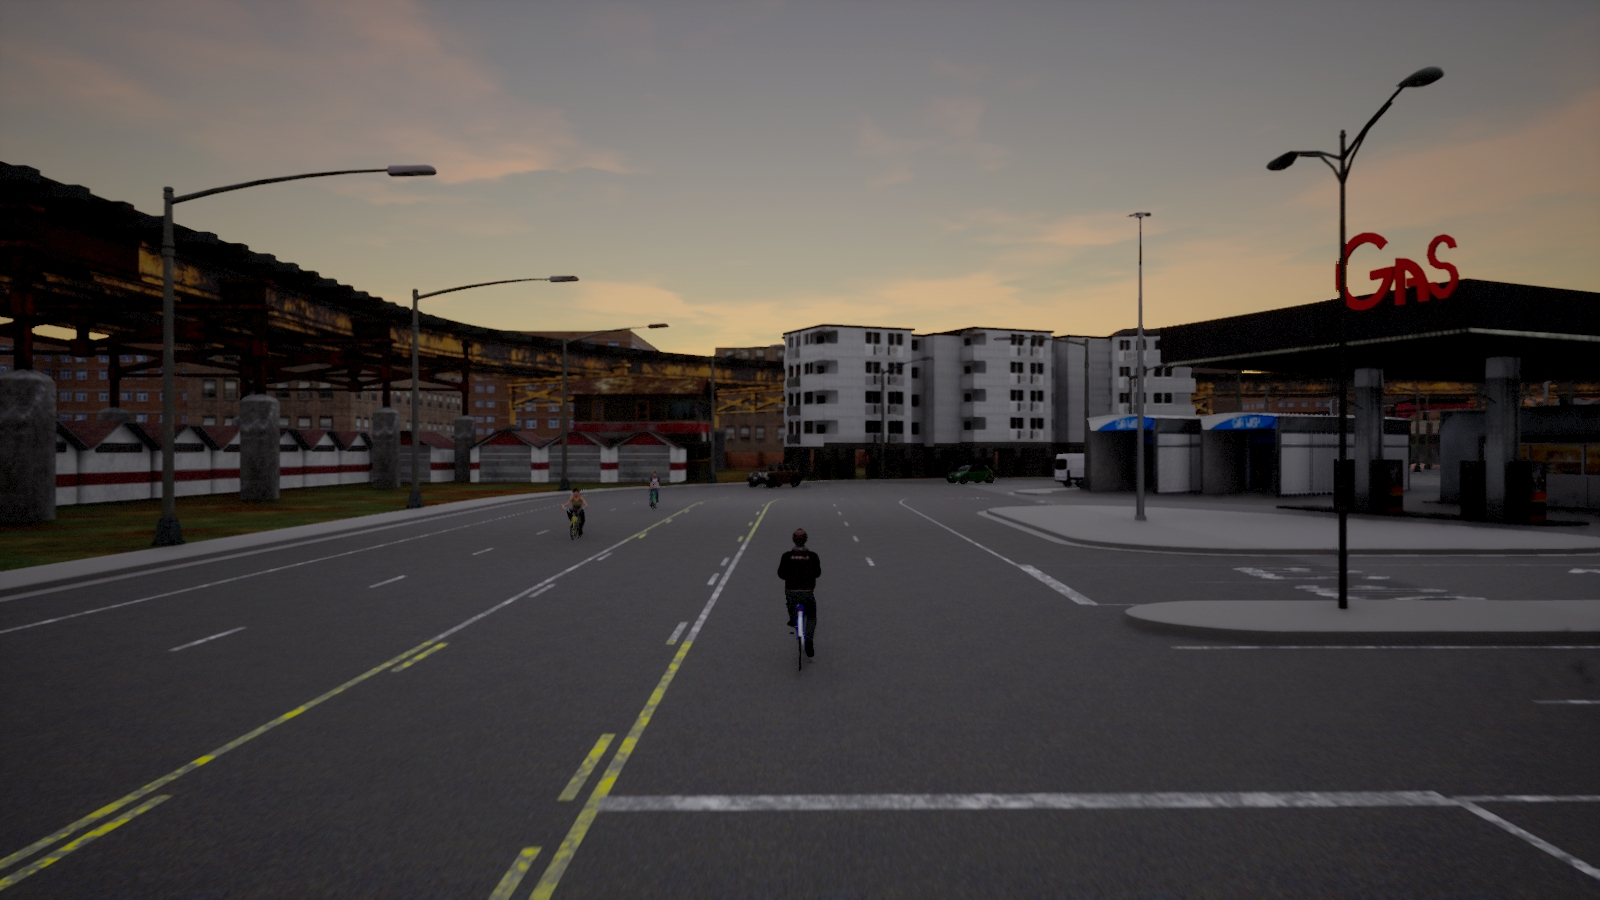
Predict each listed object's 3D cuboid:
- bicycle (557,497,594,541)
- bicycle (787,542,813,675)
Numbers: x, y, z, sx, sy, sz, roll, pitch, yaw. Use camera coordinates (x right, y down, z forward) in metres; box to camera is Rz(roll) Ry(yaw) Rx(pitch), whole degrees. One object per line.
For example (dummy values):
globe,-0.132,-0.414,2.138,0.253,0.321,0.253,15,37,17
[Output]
bicycle,-7.005,2.145,35.699,0.859,1.301,1.487,0,0,0
bicycle,-0.005,2.048,15.129,0.329,1.496,1.835,0,0,0
